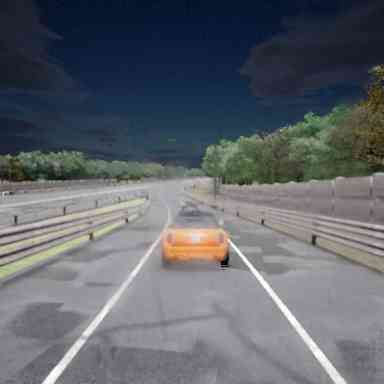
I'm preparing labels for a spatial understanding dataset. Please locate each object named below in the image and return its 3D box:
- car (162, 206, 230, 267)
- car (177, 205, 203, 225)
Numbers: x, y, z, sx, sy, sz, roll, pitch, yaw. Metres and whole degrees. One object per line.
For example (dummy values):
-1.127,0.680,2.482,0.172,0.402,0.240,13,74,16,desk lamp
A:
0.116,1.461,12.057,2.097,1.767,4.553,0,-1,0,car
-0.201,1.810,27.531,1.994,1.385,4.181,0,0,-2,car
